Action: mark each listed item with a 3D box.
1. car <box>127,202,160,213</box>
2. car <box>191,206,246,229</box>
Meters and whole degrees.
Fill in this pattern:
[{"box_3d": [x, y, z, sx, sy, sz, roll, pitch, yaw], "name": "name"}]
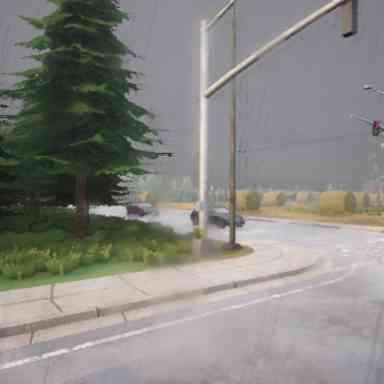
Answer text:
[{"box_3d": [-4.907, 1.692, 32.785, 1.812, 1.442, 4.674, 1, -1, -35], "name": "car"}, {"box_3d": [1.680, 1.691, 23.181, 1.812, 1.442, 4.674, 1, 0, -35], "name": "car"}]
